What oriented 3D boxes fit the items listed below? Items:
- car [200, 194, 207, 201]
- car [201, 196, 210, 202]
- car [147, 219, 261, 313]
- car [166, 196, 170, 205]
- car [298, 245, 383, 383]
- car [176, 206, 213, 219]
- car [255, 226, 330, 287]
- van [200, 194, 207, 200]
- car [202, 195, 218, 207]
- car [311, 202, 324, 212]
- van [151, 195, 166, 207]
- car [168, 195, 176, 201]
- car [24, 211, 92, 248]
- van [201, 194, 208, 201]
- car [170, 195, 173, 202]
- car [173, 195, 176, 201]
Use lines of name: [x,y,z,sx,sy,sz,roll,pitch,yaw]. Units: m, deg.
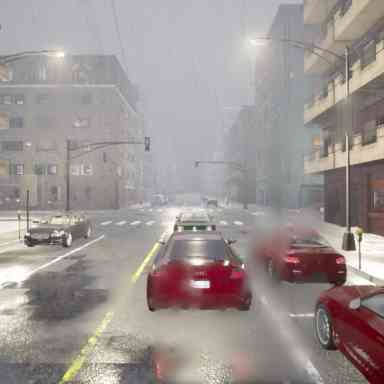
car: [3.044,1.558,69.729,2.008,1.369,4.403,1,0,0]
car: [3.085,1.590,75.399,1.802,1.307,4.206,1,0,0]
car: [0.114,1.566,7.743,1.994,1.385,4.181,0,0,-1]
car: [-5.419,1.574,58.473,1.947,1.339,4.313,1,0,0]
car: [2.671,1.583,3.348,1.802,1.307,4.206,1,0,0]
car: [0.119,1.604,16.560,1.895,1.301,4.718,0,0,0]
car: [2.676,1.584,9.019,1.802,1.307,4.206,1,0,0]
van: [3.215,1.350,92.409,1.690,1.788,3.998,1,0,0]
car: [3.014,1.558,51.141,2.008,1.369,4.403,1,0,0]
car: [15.584,1.518,36.901,4.507,1.381,1.887,0,-1,1]
van: [-5.533,1.349,52.811,1.690,1.788,3.998,1,0,0]
car: [-5.210,1.554,86.826,1.887,1.381,4.507,1,0,0]
car: [-5.755,1.554,14.766,2.008,1.369,4.403,1,0,0]
van: [3.173,1.349,86.739,1.690,1.788,3.998,1,0,0]
car: [-5.376,1.448,64.144,1.967,1.590,4.097,1,0,0]
car: [-5.294,1.575,75.485,1.947,1.339,4.313,1,0,0]
